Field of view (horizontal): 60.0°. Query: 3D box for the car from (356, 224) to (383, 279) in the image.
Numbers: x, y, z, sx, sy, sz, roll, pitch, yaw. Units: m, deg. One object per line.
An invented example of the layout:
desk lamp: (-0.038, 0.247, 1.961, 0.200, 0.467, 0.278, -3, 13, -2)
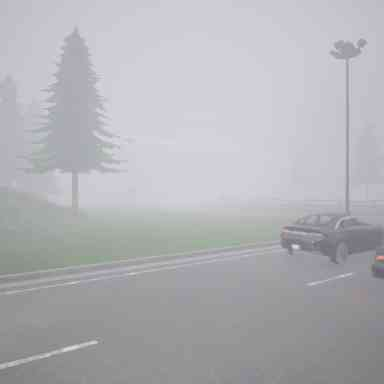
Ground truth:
car: (6.676, 1.547, 8.509, 5.357, 1.411, 2.033, 0, 0, -35)

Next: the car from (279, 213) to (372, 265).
car: (5.194, 1.491, 11.748, 4.902, 1.511, 2.128, 0, 0, -35)
